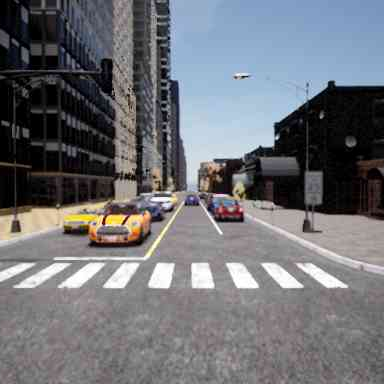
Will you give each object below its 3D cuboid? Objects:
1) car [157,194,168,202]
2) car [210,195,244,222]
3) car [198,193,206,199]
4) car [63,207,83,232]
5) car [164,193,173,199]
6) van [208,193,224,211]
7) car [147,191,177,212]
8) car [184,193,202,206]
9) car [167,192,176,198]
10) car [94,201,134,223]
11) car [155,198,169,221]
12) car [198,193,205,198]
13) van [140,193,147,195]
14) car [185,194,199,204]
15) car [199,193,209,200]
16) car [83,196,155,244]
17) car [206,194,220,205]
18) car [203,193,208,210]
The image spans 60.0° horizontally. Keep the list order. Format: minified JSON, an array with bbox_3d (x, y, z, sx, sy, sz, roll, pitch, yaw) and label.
[{"bbox_3d":[-5.680,1.075,64.130,1.752,1.417,4.829,-1,0,0],"label":"car"},{"bbox_3d":[2.673,1.265,24.739,1.967,1.590,4.097,-1,0,0],"label":"car"},{"bbox_3d":[2.663,0.937,86.823,1.887,1.381,4.507,-1,0,0],"label":"car"},{"bbox_3d":[-5.843,1.391,18.979,1.752,1.417,4.829,-1,0,0],"label":"car"},{"bbox_3d":[-5.683,0.997,81.232,1.947,1.339,4.313,-1,0,0],"label":"car"},{"bbox_3d":[2.670,1.126,30.382,1.690,1.788,3.998,-1,0,0],"label":"van"},{"bbox_3d":[-3.093,0.971,35.447,2.150,2.045,5.566,0,0,0],"label":"car"},{"bbox_3d":[-0.009,1.018,47.266,2.097,1.767,4.553,0,0,0],"label":"car"},{"bbox_3d":[-5.686,0.793,92.520,1.967,1.590,4.097,-1,0,0],"label":"car"},{"bbox_3d":[-5.672,1.390,24.792,1.947,1.339,4.313,-1,0,0],"label":"car"},{"bbox_3d":[-3.093,1.387,25.028,1.994,1.385,4.181,0,0,0],"label":"car"},{"bbox_3d":[2.663,0.935,92.467,1.802,1.307,4.206,-1,0,0],"label":"car"},{"bbox_3d":[-5.679,1.047,41.723,1.690,1.788,3.998,-1,0,0],"label":"van"},{"bbox_3d":[-0.010,1.096,56.081,2.128,1.511,4.902,0,0,0],"label":"car"},{"bbox_3d":[2.666,1.036,75.535,1.947,1.339,4.313,-1,0,0],"label":"car"},{"bbox_3d":[-3.101,1.244,15.182,2.097,1.767,4.553,0,0,0],"label":"car"},{"bbox_3d":[3.137,1.146,50.646,1.837,1.490,4.892,0,0,0],"label":"car"},{"bbox_3d":[2.668,1.060,36.026,2.192,1.841,5.009,-1,0,0],"label":"car"}]
